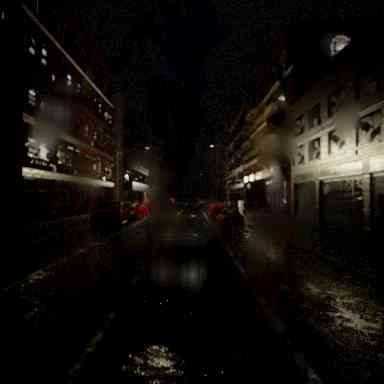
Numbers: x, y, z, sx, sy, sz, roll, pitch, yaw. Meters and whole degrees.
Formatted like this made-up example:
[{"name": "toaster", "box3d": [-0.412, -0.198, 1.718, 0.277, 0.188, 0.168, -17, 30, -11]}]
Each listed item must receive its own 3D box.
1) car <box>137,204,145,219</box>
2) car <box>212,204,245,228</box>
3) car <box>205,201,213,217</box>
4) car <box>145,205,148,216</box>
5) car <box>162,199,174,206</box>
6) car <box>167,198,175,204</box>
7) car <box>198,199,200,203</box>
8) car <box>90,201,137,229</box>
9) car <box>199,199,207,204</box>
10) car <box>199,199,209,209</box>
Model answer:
[{"name": "car", "box3d": [-5.678, 1.744, 29.429, 1.967, 1.590, 4.097, 0, -1, 0]}, {"name": "car", "box3d": [2.700, 1.773, 23.956, 1.752, 1.417, 4.829, 0, -1, 0]}, {"name": "car", "box3d": [2.704, 1.906, 35.057, 1.887, 1.381, 4.507, 0, -1, 0]}, {"name": "car", "box3d": [-5.676, 1.906, 35.065, 1.887, 1.381, 4.507, 0, -1, 0]}, {"name": "car", "box3d": [-5.662, 2.312, 74.515, 2.008, 1.369, 4.403, 0, -1, 0]}, {"name": "car", "box3d": [-5.656, 2.476, 91.424, 1.887, 1.381, 4.507, 0, -1, 0]}, {"name": "car", "box3d": [2.721, 2.345, 80.314, 1.752, 1.417, 4.829, 0, -1, 0]}, {"name": "car", "box3d": [-5.679, 1.562, 23.795, 2.192, 1.841, 5.009, 0, -1, 0]}, {"name": "car", "box3d": [2.722, 2.440, 85.780, 1.947, 1.339, 4.313, 0, -1, 0]}, {"name": "car", "box3d": [2.712, 2.141, 57.600, 2.008, 1.369, 4.403, 0, -1, 0]}]
